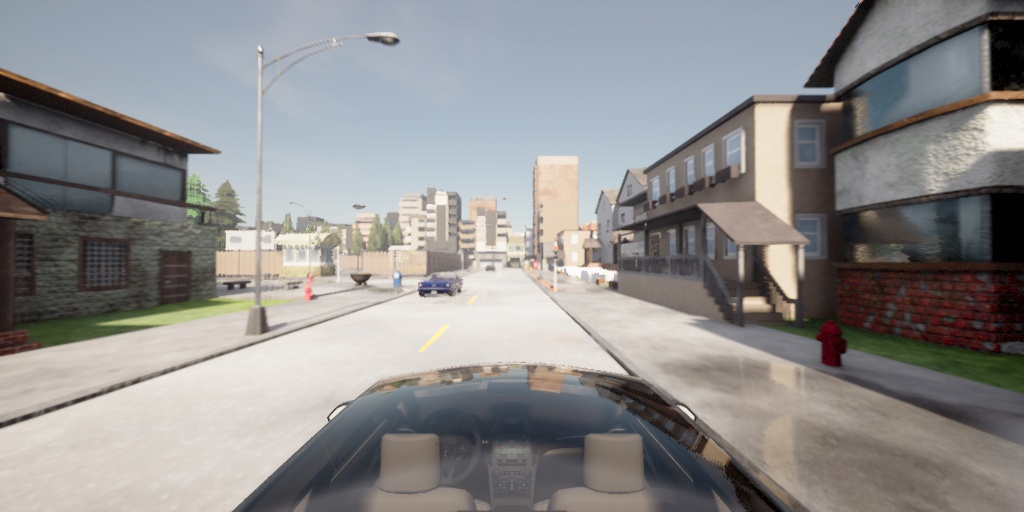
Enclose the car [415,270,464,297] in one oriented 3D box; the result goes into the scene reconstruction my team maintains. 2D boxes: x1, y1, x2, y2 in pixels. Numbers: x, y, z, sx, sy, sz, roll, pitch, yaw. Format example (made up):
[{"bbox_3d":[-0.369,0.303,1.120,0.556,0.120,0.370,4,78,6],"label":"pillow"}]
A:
[{"bbox_3d":[-4.035,1.618,20.819,1.895,1.301,4.718,0,-1,1],"label":"car"}]
